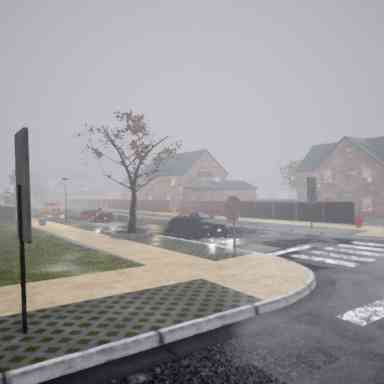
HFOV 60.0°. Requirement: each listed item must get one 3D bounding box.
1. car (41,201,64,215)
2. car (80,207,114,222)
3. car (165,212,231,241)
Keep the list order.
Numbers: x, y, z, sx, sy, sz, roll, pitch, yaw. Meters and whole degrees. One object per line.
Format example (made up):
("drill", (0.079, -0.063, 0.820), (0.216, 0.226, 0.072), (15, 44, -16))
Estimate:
("car", (-19.494, 2.185, 46.340), (2.097, 1.767, 4.553), (-2, 0, -36))
("car", (-9.102, 2.099, 31.759), (1.895, 1.301, 4.718), (-2, 0, -36))
("car", (0.235, 1.819, 18.790), (1.994, 1.385, 4.181), (-2, 0, -36))
